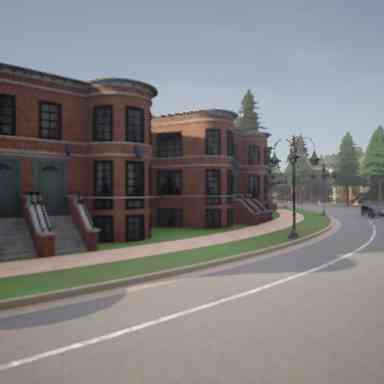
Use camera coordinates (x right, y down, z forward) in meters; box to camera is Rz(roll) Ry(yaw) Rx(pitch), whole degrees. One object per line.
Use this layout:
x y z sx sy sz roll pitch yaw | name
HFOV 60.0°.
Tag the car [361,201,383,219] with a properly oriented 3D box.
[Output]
16.163 1.510 29.020 2.128 1.511 4.902 0 0 14 | car
